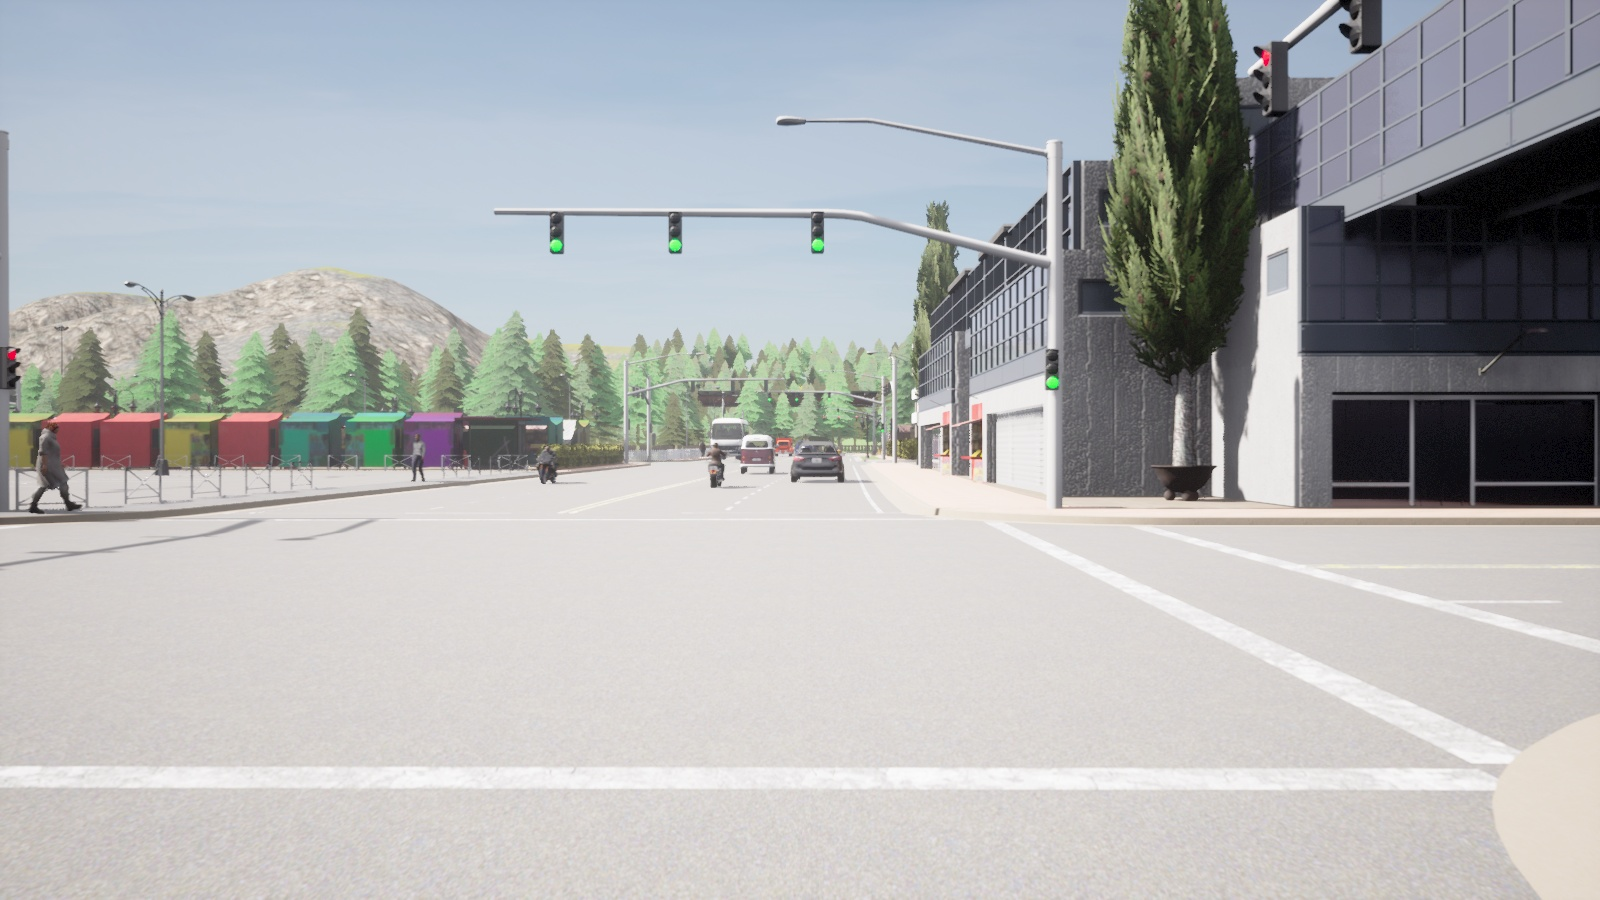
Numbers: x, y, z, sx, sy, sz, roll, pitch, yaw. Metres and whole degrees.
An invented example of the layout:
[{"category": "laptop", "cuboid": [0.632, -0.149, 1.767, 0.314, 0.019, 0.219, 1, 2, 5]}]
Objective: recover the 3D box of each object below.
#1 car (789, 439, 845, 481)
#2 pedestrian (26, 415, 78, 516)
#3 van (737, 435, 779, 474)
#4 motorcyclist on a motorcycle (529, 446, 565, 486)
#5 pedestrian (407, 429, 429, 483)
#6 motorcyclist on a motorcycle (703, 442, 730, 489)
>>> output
[{"category": "car", "cuboid": [0.772, 0.398, 52.588, 2.242, 1.667, 4.611, 0, 0, 2]}, {"category": "pedestrian", "cuboid": [-14.850, 0.301, 24.921, 0.873, 1.952, 0.659, 0, 0, -32]}, {"category": "van", "cuboid": [-2.202, 0.221, 67.139, 2.069, 2.038, 4.480, 0, 0, 1]}, {"category": "motorcyclist on a motorcycle", "cuboid": [-9.857, 0.593, 49.021, 0.866, 1.530, 2.191, 0, 0, 2]}, {"category": "pedestrian", "cuboid": [-14.035, 0.224, 46.168, 0.423, 1.949, 0.788, 0, 0, 17]}, {"category": "motorcyclist on a motorcycle", "cuboid": [-2.989, 0.528, 45.143, 0.766, 1.649, 2.350, 0, 0, 2]}]
